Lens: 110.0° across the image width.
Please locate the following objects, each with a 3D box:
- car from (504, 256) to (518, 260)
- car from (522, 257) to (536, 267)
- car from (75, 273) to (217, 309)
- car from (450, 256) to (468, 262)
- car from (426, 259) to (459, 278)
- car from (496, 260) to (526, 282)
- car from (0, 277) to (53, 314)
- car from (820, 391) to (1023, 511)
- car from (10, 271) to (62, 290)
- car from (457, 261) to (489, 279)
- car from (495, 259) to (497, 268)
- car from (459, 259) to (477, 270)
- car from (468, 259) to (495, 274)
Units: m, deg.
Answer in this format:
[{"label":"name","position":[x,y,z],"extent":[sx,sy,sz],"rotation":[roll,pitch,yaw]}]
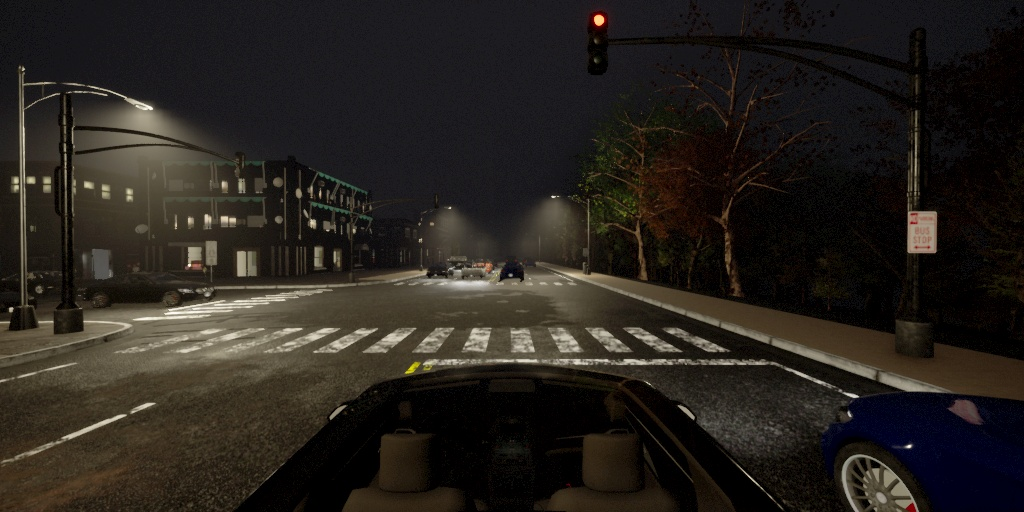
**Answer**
[{"label":"car","position":[-0.132,0.946,62.929],"extent":[2.150,2.045,5.566],"rotation":[0,0,0]},{"label":"car","position":[3.227,1.272,63.694],"extent":[2.033,1.411,5.357],"rotation":[0,0,0]},{"label":"car","position":[-15.699,1.447,15.659],"extent":[4.674,1.442,1.812],"rotation":[-1,1,-2]},{"label":"car","position":[-6.674,0.955,44.237],"extent":[2.150,2.045,5.566],"rotation":[0,0,0]},{"label":"car","position":[-6.659,1.286,34.001],"extent":[2.033,1.411,5.357],"rotation":[0,0,0]},{"label":"car","position":[0.015,1.267,29.147],"extent":[1.812,1.442,4.674],"rotation":[0,0,3]},{"label":"car","position":[-19.970,1.564,12.853],"extent":[4.313,1.339,1.948],"rotation":[0,0,0]},{"label":"car","position":[3.358,1.276,0.888],"extent":[1.812,1.442,4.674],"rotation":[0,0,1]},{"label":"car","position":[-28.321,1.559,21.348],"extent":[4.403,1.370,2.007],"rotation":[0,0,0]},{"label":"car","position":[-3.407,1.340,32.282],"extent":[1.895,1.301,4.718],"rotation":[0,0,0]},{"label":"car","position":[-3.436,1.222,51.286],"extent":[2.128,1.511,4.902],"rotation":[0,0,0]},{"label":"car","position":[-6.696,1.221,54.641],"extent":[2.128,1.511,4.902],"rotation":[0,0,0]},{"label":"car","position":[-3.423,1.087,41.254],"extent":[2.097,1.767,4.553],"rotation":[0,0,0]}]
